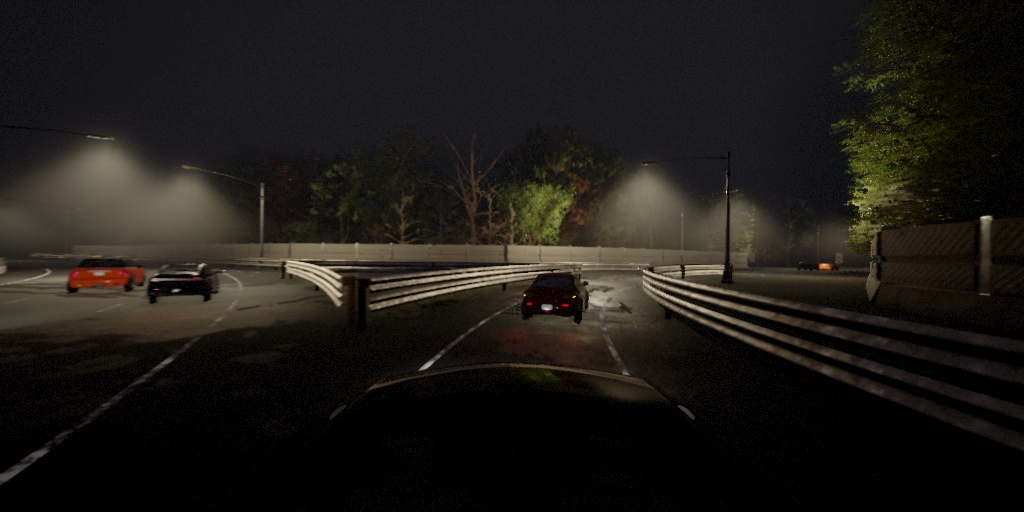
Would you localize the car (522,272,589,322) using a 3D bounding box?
[{"bbox_3d":[1.585,1.282,12.317,1.812,1.442,4.674,0,0,15],"label":"car"}]

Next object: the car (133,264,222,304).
[{"bbox_3d":[-13.882,1.062,15.370,2.128,1.511,4.902,1,0,-35],"label":"car"}]

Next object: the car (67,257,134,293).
[{"bbox_3d":[-20.721,0.839,18.542,2.097,1.767,4.553,1,0,-38],"label":"car"}]
